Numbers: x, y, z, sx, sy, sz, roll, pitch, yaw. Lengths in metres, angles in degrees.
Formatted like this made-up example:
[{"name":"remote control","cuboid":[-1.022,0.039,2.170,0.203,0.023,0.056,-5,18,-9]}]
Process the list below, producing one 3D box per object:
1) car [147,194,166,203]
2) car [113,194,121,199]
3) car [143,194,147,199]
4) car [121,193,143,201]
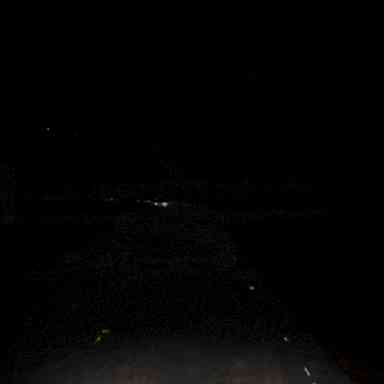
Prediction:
[{"name":"car","cuboid":[-6.078,1.098,59.058,1.882,1.535,5.008,-1,0,-19]},{"name":"car","cuboid":[-17.704,1.062,81.891,4.181,1.385,1.994,-1,1,42]},{"name":"car","cuboid":[-11.062,1.157,74.392,1.895,1.301,4.718,-2,1,-37]},{"name":"car","cuboid":[-13.103,1.214,72.527,1.895,1.301,4.718,-1,1,-35]}]
